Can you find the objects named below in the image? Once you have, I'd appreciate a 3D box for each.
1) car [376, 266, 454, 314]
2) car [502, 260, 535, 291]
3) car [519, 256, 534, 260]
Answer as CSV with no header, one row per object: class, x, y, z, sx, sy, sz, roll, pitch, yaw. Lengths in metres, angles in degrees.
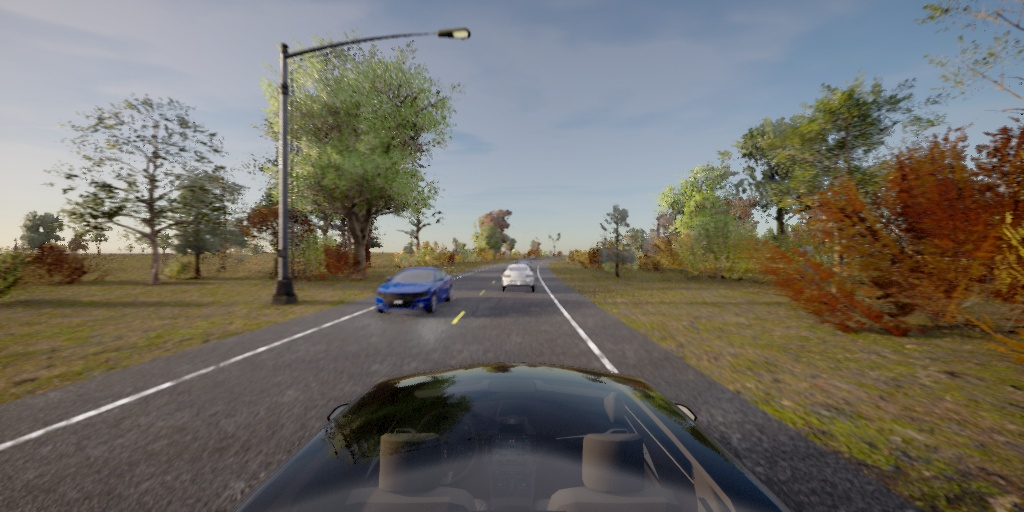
car,-3.487,1.160,13.637,1.882,1.535,5.008,0,0,1
car,0.386,1.181,21.068,1.812,1.442,4.674,0,0,1
car,1.234,1.085,39.720,1.812,1.442,4.674,0,0,3
